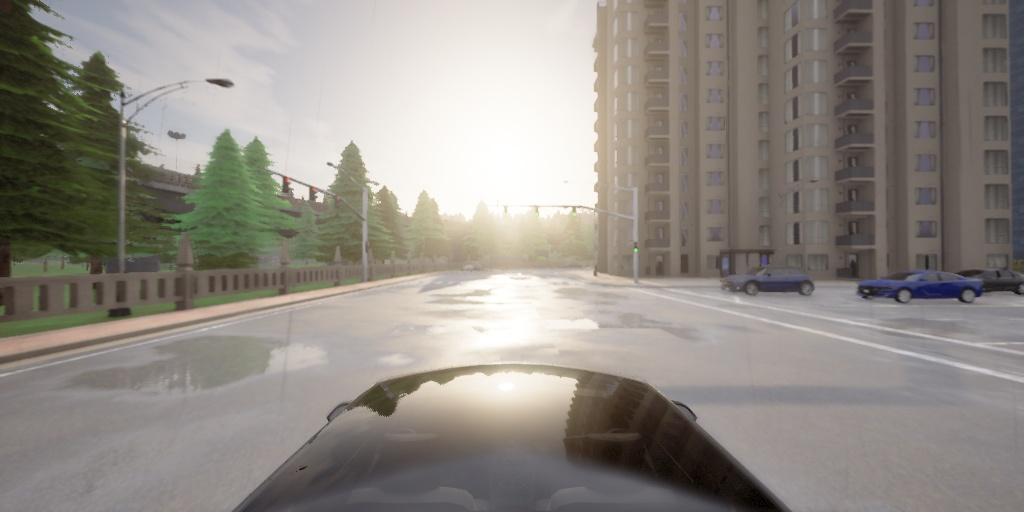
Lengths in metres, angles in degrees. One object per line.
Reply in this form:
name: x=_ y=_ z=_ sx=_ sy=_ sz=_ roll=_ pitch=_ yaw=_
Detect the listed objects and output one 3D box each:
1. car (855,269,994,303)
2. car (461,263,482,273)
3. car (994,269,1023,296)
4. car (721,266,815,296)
car: x=19.974 y=1.461 z=17.731 sx=5.008 sy=1.535 sz=1.882 roll=0 pitch=-1 yaw=-1
car: x=-6.571 y=1.927 z=58.383 sx=2.128 sy=1.511 sz=4.902 roll=-1 pitch=0 yaw=18
car: x=27.735 y=1.525 z=21.326 sx=4.892 sy=1.490 sz=1.837 roll=-1 pitch=-1 yaw=-1
car: x=14.979 y=1.375 z=21.220 sx=4.553 sy=1.767 sz=2.097 roll=0 pitch=-1 yaw=1
